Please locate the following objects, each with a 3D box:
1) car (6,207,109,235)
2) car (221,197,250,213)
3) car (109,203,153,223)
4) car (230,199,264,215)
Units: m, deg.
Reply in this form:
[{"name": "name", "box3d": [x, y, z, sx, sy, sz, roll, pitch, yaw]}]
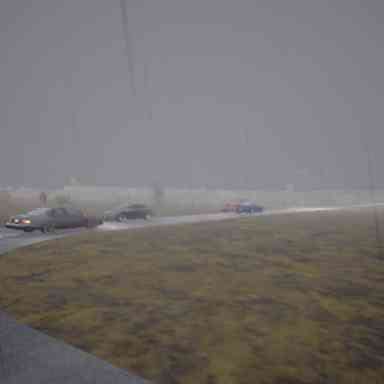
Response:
[{"name": "car", "box3d": [-7.552, 1.549, 18.945, 2.033, 1.411, 5.357, -1, -1, 30]}, {"name": "car", "box3d": [5.858, 1.681, 42.759, 2.150, 2.045, 5.566, -1, -2, 35]}, {"name": "car", "box3d": [-5.226, 1.664, 27.108, 1.837, 1.490, 4.892, -1, -1, 35]}, {"name": "car", "box3d": [6.830, 1.855, 39.034, 1.882, 1.535, 5.008, -1, -2, 35]}]
